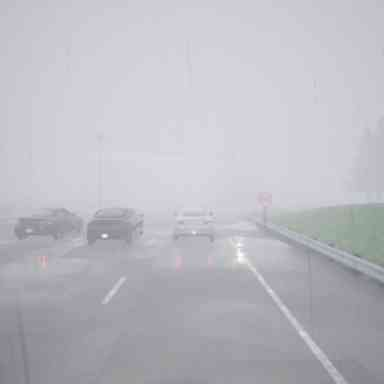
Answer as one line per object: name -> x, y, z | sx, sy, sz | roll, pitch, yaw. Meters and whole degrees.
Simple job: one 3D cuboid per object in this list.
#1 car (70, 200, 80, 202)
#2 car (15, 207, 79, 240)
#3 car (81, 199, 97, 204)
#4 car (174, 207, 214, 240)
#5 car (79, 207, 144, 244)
car -> -30.952, 2.275, 88.511 | 2.097, 1.767, 4.553 | 0, -2, 1
car -> -6.907, 1.465, 16.439 | 1.812, 1.442, 4.674 | 0, 0, 0
car -> -27.453, 2.475, 88.430 | 1.994, 1.385, 4.181 | 0, -2, 1
car -> 0.083, 1.472, 16.374 | 1.812, 1.442, 4.674 | 0, 0, 0
car -> -3.409, 1.448, 15.428 | 1.837, 1.490, 4.892 | 0, 0, 0
